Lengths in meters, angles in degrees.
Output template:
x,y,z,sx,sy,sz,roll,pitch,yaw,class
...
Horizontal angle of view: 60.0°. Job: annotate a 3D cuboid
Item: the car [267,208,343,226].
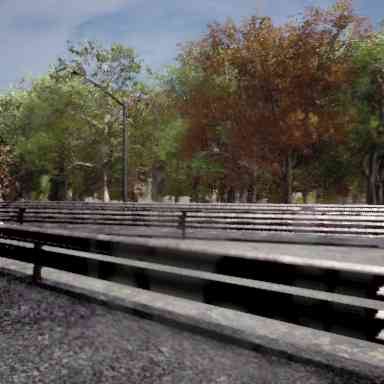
x,y,z,sx,sy,sz,roll,pitch,yaw,class
6.449,1.630,19.236,4.181,1.385,1.994,0,0,18,car
